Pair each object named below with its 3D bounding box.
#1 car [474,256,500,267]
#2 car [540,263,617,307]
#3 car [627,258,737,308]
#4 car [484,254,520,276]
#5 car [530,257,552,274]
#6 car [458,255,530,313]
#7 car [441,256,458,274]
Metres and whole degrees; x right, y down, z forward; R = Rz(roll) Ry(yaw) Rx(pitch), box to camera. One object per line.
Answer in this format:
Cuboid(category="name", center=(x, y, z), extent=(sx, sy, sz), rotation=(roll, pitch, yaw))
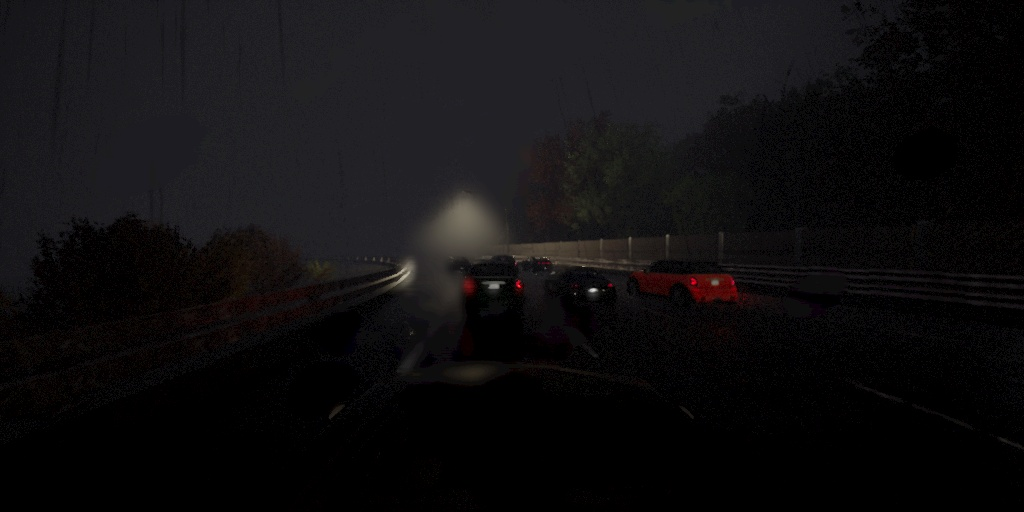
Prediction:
Cuboid(category="car", center=(-3.390, 0.747, 48.364), extent=(1.895, 1.301, 4.718), rotation=(0, 1, -25))
Cuboid(category="car", center=(2.621, 1.143, 14.500), extent=(1.994, 1.385, 4.181), rotation=(0, 1, -6))
Cuboid(category="car", center=(6.577, 0.926, 14.483), extent=(2.097, 1.767, 4.553), rotation=(0, 1, -12))
Cuboid(category="car", center=(-0.993, 0.709, 31.920), extent=(2.097, 1.767, 4.553), rotation=(0, 1, -16))
Cuboid(category="car", center=(2.196, 0.825, 33.414), extent=(2.128, 1.511, 4.902), rotation=(0, 1, -17))
Cuboid(category="car", center=(-0.778, 0.951, 13.403), extent=(2.097, 1.767, 4.553), rotation=(0, 1, -6))
Cuboid(category="car", center=(-4.940, 0.839, 33.012), extent=(2.128, 1.511, 4.902), rotation=(0, 1, -17))
